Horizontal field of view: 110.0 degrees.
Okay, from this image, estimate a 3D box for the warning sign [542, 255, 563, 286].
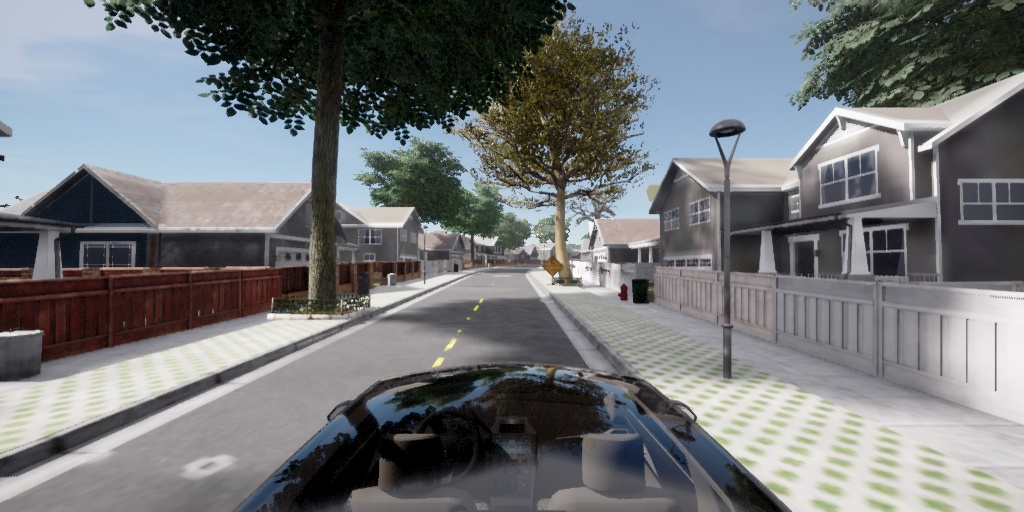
[{"bbox_3d":[2.517,0.889,21.954,1.300,1.860,1.060,0,0,0],"label":"warning sign"}]
